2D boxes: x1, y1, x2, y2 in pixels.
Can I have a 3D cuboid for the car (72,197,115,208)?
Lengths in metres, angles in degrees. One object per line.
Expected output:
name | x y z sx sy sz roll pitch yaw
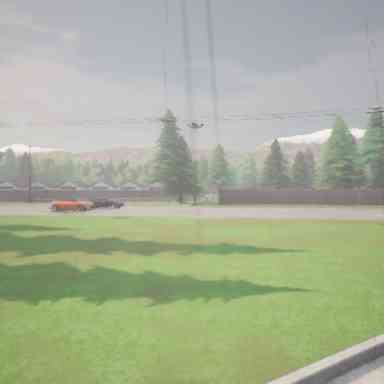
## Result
car | -13.612 1.425 46.234 5.357 1.411 2.033 0 0 11

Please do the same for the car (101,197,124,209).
car | -11.007 1.395 42.184 4.892 1.490 1.837 -1 0 11

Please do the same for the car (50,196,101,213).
car | -12.550 1.257 35.352 4.553 1.767 2.097 0 0 11
